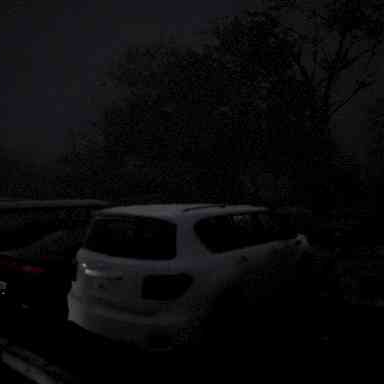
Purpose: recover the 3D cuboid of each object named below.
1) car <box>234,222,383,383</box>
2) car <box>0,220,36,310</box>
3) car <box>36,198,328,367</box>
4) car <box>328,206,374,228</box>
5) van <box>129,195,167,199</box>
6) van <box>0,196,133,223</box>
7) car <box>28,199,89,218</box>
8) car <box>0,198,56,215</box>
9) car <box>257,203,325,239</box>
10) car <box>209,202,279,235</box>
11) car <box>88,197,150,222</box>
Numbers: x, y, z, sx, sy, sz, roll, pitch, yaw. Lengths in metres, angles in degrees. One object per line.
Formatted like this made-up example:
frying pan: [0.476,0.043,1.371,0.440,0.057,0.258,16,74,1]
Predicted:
car: [2.751,1.468,4.498,2.231,1.521,4.892,0,0,35]
car: [-1.823,1.458,7.748,2.097,1.535,5.008,0,0,35]
car: [0.483,1.211,6.151,2.435,2.045,5.566,0,0,35]
car: [7.916,1.495,16.843,2.163,1.488,4.792,0,0,35]
van: [-3.350,1.217,25.034,1.878,1.987,4.442,0,0,35]
van: [-4.037,1.228,9.471,1.878,1.987,4.442,0,0,35]
car: [-12.483,1.453,31.407,2.097,1.535,5.008,0,0,36]
car: [-17.021,1.478,34.633,2.097,1.535,5.008,0,0,36]
car: [5.660,1.461,18.476,2.097,1.535,5.008,0,0,35]
car: [3.284,1.453,19.944,1.946,1.575,5.366,0,0,35]
car: [-5.701,1.317,26.527,2.185,1.767,4.553,0,0,35]
